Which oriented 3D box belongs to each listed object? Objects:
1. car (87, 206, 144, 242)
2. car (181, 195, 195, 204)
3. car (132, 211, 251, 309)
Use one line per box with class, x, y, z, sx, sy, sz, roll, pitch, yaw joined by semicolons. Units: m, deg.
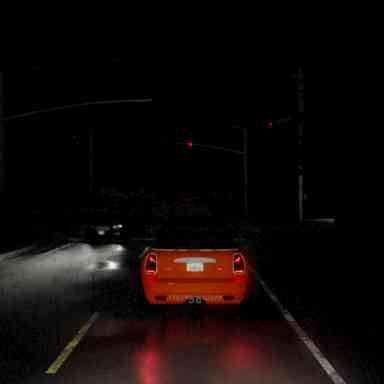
car;-3.499;1.490;16.715;2.128;1.511;4.902;0;0;10
car;-0.835;1.352;63.739;2.097;1.767;4.553;0;0;-12
car;0.059;1.352;8.026;2.097;1.767;4.553;0;0;0
